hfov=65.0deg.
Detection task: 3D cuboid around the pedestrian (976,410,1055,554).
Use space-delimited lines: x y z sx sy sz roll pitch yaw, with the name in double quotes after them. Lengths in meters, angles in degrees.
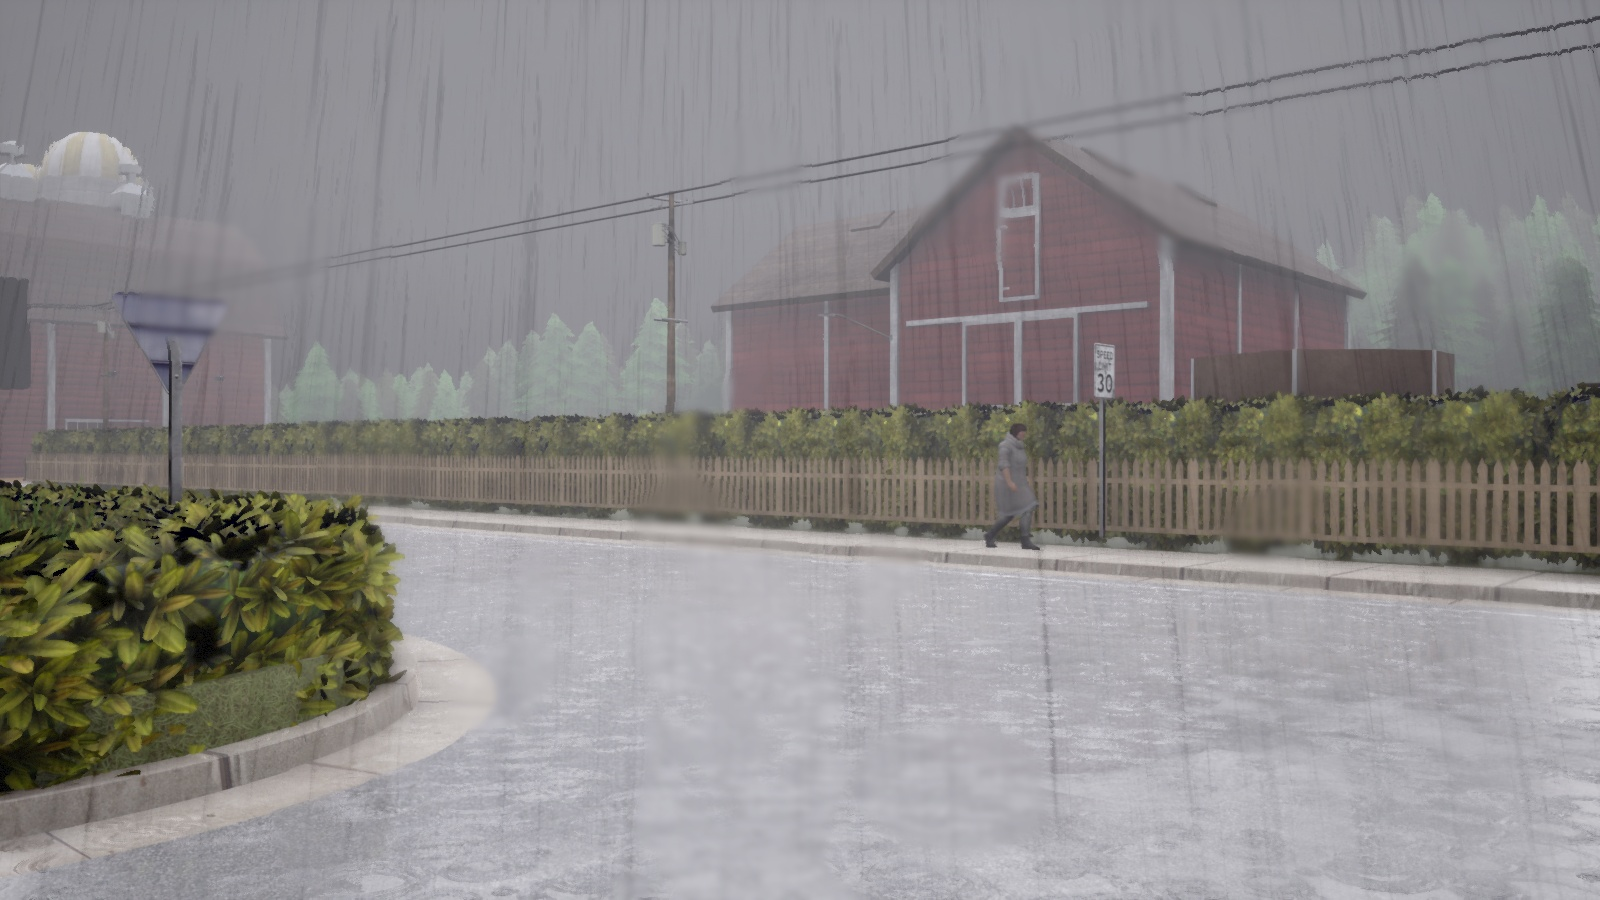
3.021 0.437 17.592 0.873 1.952 0.659 0 0 43 "pedestrian"
